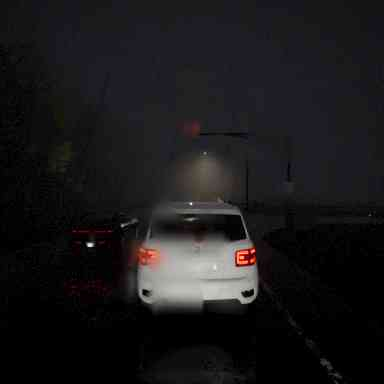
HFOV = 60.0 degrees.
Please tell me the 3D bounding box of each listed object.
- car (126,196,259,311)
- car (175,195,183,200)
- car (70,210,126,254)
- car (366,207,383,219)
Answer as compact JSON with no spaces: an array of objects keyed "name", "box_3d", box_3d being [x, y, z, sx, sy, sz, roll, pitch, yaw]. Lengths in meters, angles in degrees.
[{"name":"car","box_3d":[0.102,1.224,7.916,2.150,2.045,5.566,0,0,0]},{"name":"car","box_3d":[-3.491,1.553,91.613,1.994,1.385,4.181,0,0,0]},{"name":"car","box_3d":[-3.398,1.509,13.541,1.837,1.490,4.892,0,0,0]},{"name":"car","box_3d":[19.296,1.816,31.081,5.357,1.411,2.033,1,-1,0]}]
